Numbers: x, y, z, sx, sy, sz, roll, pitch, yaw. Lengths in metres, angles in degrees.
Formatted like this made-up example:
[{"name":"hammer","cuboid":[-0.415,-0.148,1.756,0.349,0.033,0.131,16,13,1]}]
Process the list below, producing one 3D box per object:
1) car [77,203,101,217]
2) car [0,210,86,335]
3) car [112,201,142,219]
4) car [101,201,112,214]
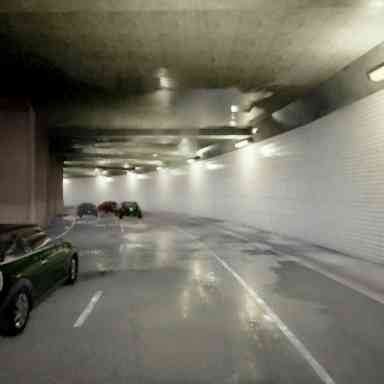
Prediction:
[{"name":"car","cuboid":[-11.331,1.876,35.849,1.812,1.442,4.674,0,-1,-23]},{"name":"car","cuboid":[-3.906,1.422,6.933,2.097,1.767,4.553,0,-1,-4]},{"name":"car","cuboid":[-6.348,1.671,32.859,2.097,1.767,4.553,0,-1,-20]},{"name":"car","cuboid":[-10.535,1.889,42.249,1.882,1.535,5.008,0,0,-28]}]
